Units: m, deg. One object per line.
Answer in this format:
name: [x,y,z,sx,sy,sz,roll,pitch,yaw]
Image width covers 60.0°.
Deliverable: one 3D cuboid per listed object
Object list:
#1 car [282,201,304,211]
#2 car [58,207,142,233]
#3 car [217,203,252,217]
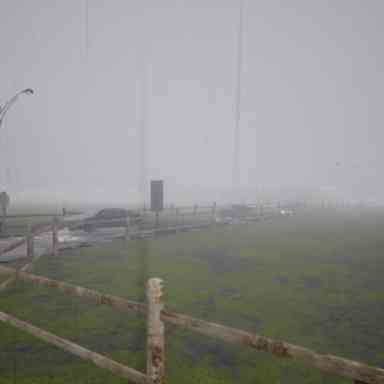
car: [15.038,2.060,49.182,2.033,1.411,5.357,0,0,36]
car: [-5.522,1.669,20.823,2.033,1.411,5.357,0,0,36]
car: [4.457,1.872,34.664,1.895,1.301,4.718,0,0,36]
